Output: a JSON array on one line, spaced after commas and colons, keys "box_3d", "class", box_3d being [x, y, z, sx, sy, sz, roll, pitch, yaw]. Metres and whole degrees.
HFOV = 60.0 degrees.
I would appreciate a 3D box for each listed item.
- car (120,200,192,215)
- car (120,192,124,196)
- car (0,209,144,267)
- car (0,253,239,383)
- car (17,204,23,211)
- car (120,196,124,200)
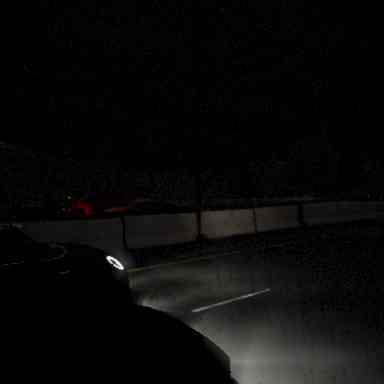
[{"box_3d": [-2.424, 1.332, 19.463, 5.357, 1.411, 2.033, -2, 1, -35], "class": "car"}, {"box_3d": [-7.079, 1.022, 24.740, 5.566, 2.045, 2.150, -2, 1, -35], "class": "car"}, {"box_3d": [-3.393, 1.350, 5.625, 4.553, 1.767, 2.097, -2, 1, -35], "class": "car"}, {"box_3d": [-2.181, 1.561, 2.191, 5.357, 1.411, 2.033, -2, 1, -35], "class": "car"}, {"box_3d": [-12.069, 1.376, 25.479, 4.902, 1.511, 2.128, -2, 1, -35], "class": "car"}, {"box_3d": [-3.615, 1.240, 22.911, 5.008, 1.535, 1.882, -2, 1, -35], "class": "car"}]
